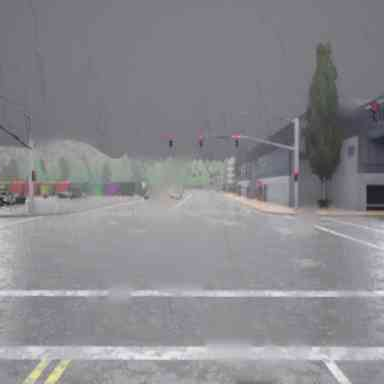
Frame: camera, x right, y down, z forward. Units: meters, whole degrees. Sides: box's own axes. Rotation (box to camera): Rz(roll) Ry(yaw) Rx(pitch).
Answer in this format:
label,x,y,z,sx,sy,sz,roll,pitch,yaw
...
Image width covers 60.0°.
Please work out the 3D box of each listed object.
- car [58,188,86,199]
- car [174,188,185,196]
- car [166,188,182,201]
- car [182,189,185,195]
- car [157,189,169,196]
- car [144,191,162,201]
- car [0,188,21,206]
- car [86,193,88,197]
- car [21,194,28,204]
label,x,y,z,sx,sy,sz,roll,pitch,yaw
car,-21.210,0.200,57.905,3.866,1.878,1.905,0,1,0
car,-2.522,-0.055,69.598,1.882,1.535,5.008,0,1,2
car,-3.079,0.588,53.891,1.882,1.535,5.008,0,1,2
car,-2.768,0.490,61.431,1.837,1.490,4.892,0,1,2
car,-6.021,0.018,69.705,1.994,1.385,4.181,0,1,2
car,-6.566,0.582,54.279,1.882,1.535,5.008,0,1,2
car,-21.327,0.568,35.391,4.605,1.855,1.932,0,1,0
car,-21.187,0.392,60.804,3.806,1.475,1.970,0,1,0
car,-21.260,0.523,38.285,3.866,1.878,1.905,0,1,0
